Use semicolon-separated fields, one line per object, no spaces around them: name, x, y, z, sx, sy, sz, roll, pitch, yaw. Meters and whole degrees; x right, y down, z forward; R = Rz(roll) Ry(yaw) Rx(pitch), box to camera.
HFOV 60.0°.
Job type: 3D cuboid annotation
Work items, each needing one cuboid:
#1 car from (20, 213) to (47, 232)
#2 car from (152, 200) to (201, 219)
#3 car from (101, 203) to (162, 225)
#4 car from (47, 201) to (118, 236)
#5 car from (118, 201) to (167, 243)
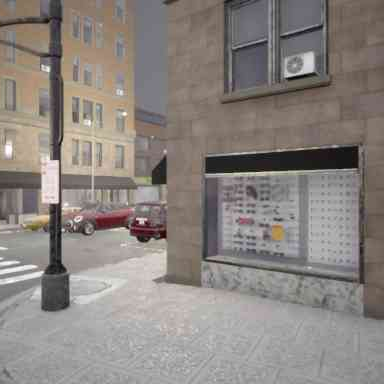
car;-7.735;1.517;20.055;1.752;1.417;4.829;0;0;35
car;-1.272;1.494;29.337;1.752;1.417;4.829;0;0;35
car;-4.406;1.546;24.836;1.947;1.339;4.313;0;0;35
car;-5.297;1.342;18.730;2.097;1.767;4.553;0;0;35
car;-0.657;1.304;15.300;2.192;1.841;5.009;0;0;35
